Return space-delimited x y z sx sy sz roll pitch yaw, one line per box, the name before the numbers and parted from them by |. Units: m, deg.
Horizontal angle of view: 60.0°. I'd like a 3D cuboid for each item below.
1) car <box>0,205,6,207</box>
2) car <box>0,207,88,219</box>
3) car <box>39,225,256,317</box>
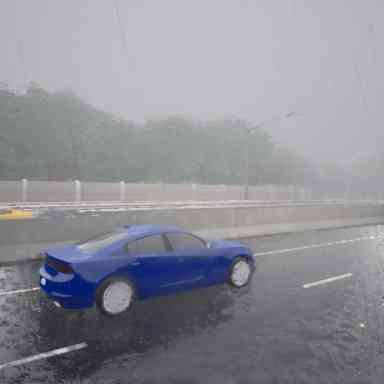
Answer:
car | -11.005 1.480 17.636 5.008 1.535 1.882 0 0 -35
car | -6.785 1.552 16.347 5.357 1.411 2.033 0 0 -35
car | -0.709 1.481 7.539 5.008 1.535 1.882 0 0 -35
